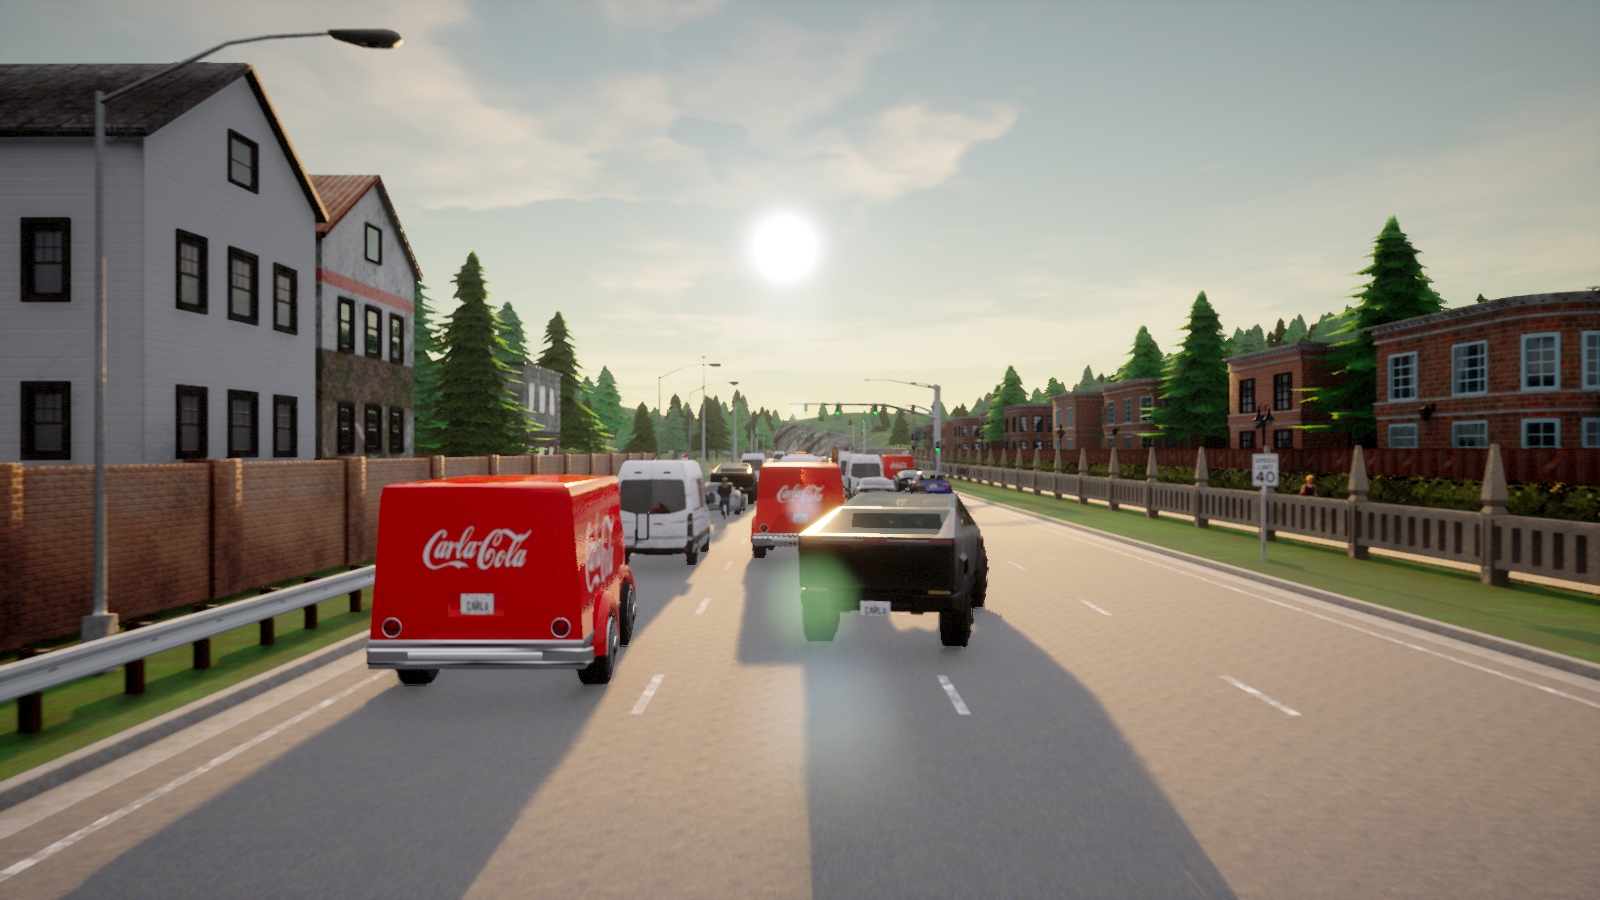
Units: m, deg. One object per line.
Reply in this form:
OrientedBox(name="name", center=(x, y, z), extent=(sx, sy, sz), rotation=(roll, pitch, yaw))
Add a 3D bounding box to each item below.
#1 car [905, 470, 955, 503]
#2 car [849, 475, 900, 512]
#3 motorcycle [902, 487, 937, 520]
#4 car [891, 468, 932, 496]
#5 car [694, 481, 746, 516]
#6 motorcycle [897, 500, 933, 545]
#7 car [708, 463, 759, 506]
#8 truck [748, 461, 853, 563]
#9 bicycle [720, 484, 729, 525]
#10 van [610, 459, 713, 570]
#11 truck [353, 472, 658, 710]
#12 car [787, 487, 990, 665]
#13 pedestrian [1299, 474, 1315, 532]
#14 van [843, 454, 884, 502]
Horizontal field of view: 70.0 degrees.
OrientedBox(name="car", center=(7.026, 1.970, 62.159), extent=(2.242, 1.667, 4.611), rotation=(0, 0, 0))
OrientedBox(name="car", center=(3.523, 2.037, 54.614), extent=(2.097, 1.535, 5.006), rotation=(0, 0, 0))
OrientedBox(name="motorcycle", center=(4.982, 2.208, 47.702), extent=(0.867, 1.251, 2.209), rotation=(0, 0, -10))
OrientedBox(name="car", center=(7.032, 1.986, 72.746), extent=(2.097, 1.638, 5.238), rotation=(0, 0, 0))
OrientedBox(name="car", center=(-3.514, 2.121, 50.984), extent=(1.994, 1.385, 4.181), rotation=(0, 0, 0))
OrientedBox(name="motorcycle", center=(3.518, 2.207, 35.152), extent=(0.867, 1.251, 2.209), rotation=(0, 0, 0))
OrientedBox(name="car", center=(-3.472, 1.757, 60.860), extent=(2.390, 2.098, 6.274), rotation=(0, 0, 0))
OrientedBox(name="truck", center=(0.014, 1.574, 31.076), extent=(2.627, 2.467, 5.204), rotation=(0, 0, 0))
OrientedBox(name="bicycle", center=(-2.889, 2.063, 43.730), extent=(0.329, 1.471, 1.835), rotation=(0, 0, -5))
OrientedBox(name="van", center=(-3.490, 1.536, 29.887), extent=(1.988, 2.561, 5.915), rotation=(0, 0, 0))
OrientedBox(name="truck", center=(-3.493, 1.567, 14.886), extent=(2.627, 2.467, 5.204), rotation=(0, 0, 0))
OrientedBox(name="car", center=(1.661, 1.755, 18.248), extent=(2.390, 2.098, 6.274), rotation=(0, 0, 12))
OrientedBox(name="pedestrian", center=(16.412, 1.703, 36.990), extent=(0.375, 1.860, 0.375), rotation=(0, 0, 0))
OrientedBox(name="van", center=(3.544, 1.539, 64.494), extent=(1.988, 2.561, 5.915), rotation=(0, 0, 0))
